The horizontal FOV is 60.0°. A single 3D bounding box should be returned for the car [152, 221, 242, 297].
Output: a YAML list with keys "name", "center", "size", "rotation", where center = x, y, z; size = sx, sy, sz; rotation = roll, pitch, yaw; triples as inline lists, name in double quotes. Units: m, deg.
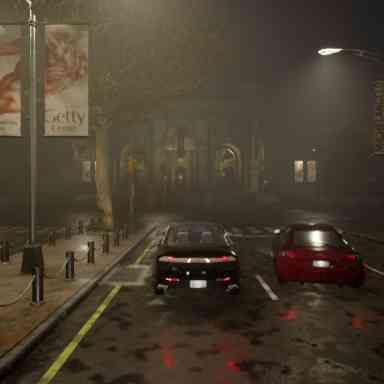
- name: "car"
  center: [0.080, 1.492, 8.604]
  size: [2.128, 1.511, 4.902]
  rotation: [0, 0, -1]

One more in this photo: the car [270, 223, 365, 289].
- name: "car"
  center: [3.292, 1.564, 9.338]
  size: [1.994, 1.385, 4.181]
  rotation: [0, 0, 12]
